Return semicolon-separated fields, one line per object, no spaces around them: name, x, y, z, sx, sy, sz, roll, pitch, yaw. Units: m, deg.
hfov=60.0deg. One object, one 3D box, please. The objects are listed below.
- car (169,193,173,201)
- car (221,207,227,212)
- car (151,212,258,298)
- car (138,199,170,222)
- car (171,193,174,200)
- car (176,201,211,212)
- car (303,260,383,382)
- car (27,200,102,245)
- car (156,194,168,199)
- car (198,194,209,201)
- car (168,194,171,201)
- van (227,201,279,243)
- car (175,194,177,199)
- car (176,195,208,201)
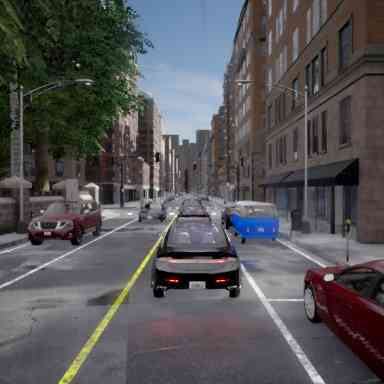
car;-5.689;1.493;70.160;1.887;1.381;4.507;0;0;0
car;2.849;1.557;21.272;1.947;1.339;4.313;0;0;0
car;0.098;1.490;8.513;2.128;1.511;4.902;0;0;0
car;-3.008;1.551;26.069;1.812;1.442;4.674;0;0;0
car;-5.691;1.491;75.611;1.887;1.381;4.507;0;0;0
car;0.093;1.485;18.452;2.128;1.511;4.902;0;0;0
car;2.853;1.544;4.291;1.887;1.381;4.507;0;0;0
car;-5.674;1.310;15.570;2.192;1.841;5.009;0;0;0
car;-5.686;1.480;59.088;1.752;1.417;4.829;0;0;0
car;2.833;1.387;75.649;1.967;1.590;4.097;0;0;0
car;-5.688;1.502;64.709;2.008;1.369;4.403;0;0;0
van;2.850;1.336;15.612;1.690;1.788;3.998;0;0;0
car;-5.694;1.496;86.512;2.008;1.369;4.403;0;0;0
car;-0.009;1.338;27.629;2.097;1.767;4.553;0;0;0
